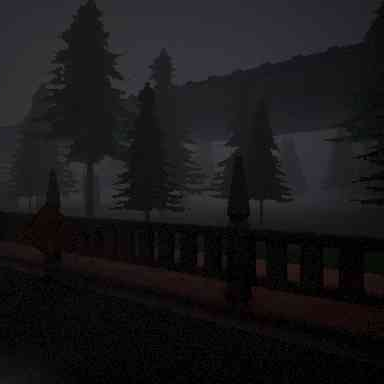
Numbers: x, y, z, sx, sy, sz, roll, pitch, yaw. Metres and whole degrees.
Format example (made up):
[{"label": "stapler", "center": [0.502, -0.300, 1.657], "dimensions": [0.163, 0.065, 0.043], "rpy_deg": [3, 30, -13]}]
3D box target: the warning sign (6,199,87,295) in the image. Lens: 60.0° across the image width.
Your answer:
[{"label": "warning sign", "center": [-3.232, 1.114, 7.464], "dimensions": [1.060, 1.860, 1.300], "rpy_deg": [0, 0, 36]}]
